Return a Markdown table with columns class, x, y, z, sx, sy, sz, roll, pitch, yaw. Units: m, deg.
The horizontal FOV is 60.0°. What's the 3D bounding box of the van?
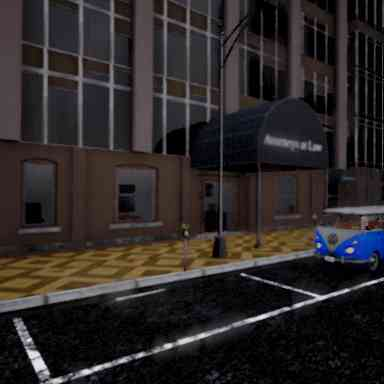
| class | x | y | z | sx | sy | sz | roll | pitch | yaw |
| --- | --- | --- | --- | --- | --- | --- | --- | --- | --- |
| van | 5.560 | 1.352 | 10.514 | 3.998 | 1.788 | 1.690 | 0 | 0 | -35 |
